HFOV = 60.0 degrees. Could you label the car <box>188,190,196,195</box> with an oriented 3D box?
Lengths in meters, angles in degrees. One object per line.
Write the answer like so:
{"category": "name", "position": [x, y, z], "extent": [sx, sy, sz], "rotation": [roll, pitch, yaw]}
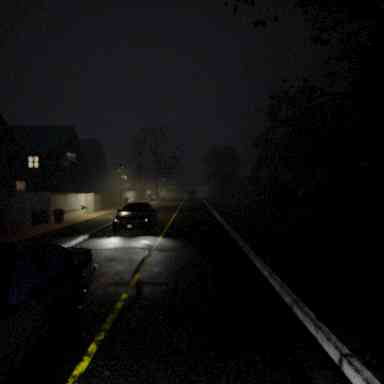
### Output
{"category": "car", "position": [-0.054, 0.160, 86.119], "extent": [1.994, 1.385, 4.181], "rotation": [0, 1, 0]}

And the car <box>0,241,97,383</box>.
{"category": "car", "position": [-2.853, 1.477, 4.609], "extent": [2.033, 1.411, 5.357], "rotation": [0, 1, 0]}

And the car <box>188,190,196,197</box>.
{"category": "car", "position": [-0.048, 0.360, 75.692], "extent": [1.837, 1.490, 4.892], "rotation": [0, 1, 0]}

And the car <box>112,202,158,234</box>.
{"category": "car", "position": [-2.849, 1.262, 17.523], "extent": [1.812, 1.442, 4.674], "rotation": [0, 1, 0]}
